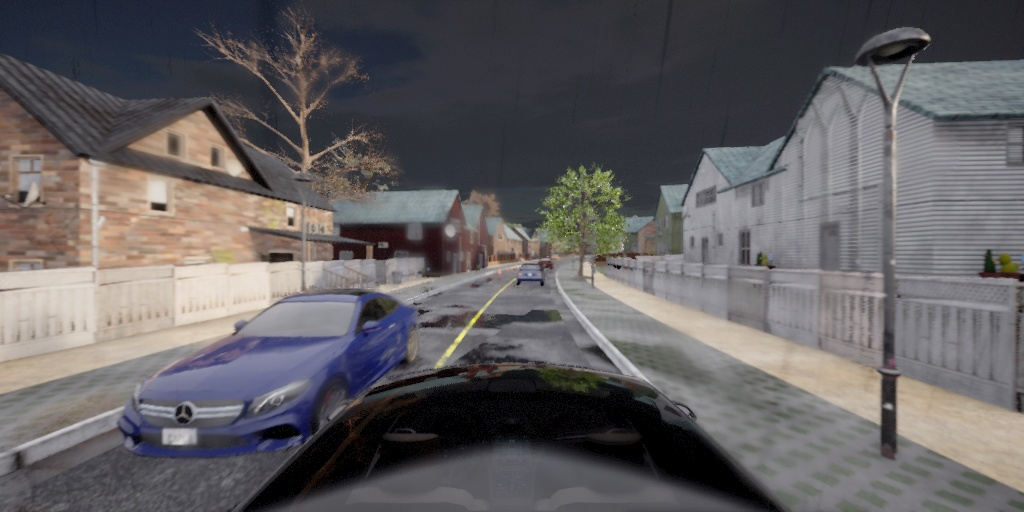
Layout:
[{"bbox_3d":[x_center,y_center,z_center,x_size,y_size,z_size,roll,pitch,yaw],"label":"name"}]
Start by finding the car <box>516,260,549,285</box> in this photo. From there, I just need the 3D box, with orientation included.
[{"bbox_3d":[1.355,1.207,25.012,2.033,1.411,5.357,0,1,6],"label":"car"}]

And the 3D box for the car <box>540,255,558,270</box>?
[{"bbox_3d":[4.429,0.899,45.866,1.882,1.535,5.008,0,1,11],"label":"car"}]

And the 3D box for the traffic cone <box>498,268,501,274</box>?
[{"bbox_3d":[-1.261,1.488,36.299,0.340,0.580,0.340,0,0,8],"label":"traffic cone"}]

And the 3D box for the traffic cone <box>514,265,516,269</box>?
[{"bbox_3d":[0.422,1.369,46.261,0.340,0.580,0.340,0,0,11],"label":"traffic cone"}]

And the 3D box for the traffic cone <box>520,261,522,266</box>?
[{"bbox_3d":[1.418,1.307,51.213,0.340,0.580,0.340,0,0,12],"label":"traffic cone"}]

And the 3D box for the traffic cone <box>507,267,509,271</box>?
[{"bbox_3d":[-0.471,1.428,41.290,0.340,0.580,0.340,0,0,10],"label":"traffic cone"}]

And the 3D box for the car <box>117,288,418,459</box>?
[{"bbox_3d":[-2.751,1.264,5.359,1.812,1.442,4.674,0,0,1],"label":"car"}]
